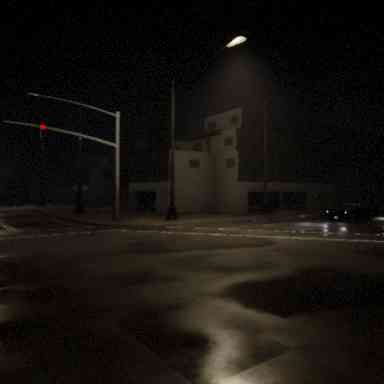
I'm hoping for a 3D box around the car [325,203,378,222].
[{"bbox_3d":[12.383,1.554,25.745,4.718,1.301,1.895,0,0,-35],"label":"car"}]
